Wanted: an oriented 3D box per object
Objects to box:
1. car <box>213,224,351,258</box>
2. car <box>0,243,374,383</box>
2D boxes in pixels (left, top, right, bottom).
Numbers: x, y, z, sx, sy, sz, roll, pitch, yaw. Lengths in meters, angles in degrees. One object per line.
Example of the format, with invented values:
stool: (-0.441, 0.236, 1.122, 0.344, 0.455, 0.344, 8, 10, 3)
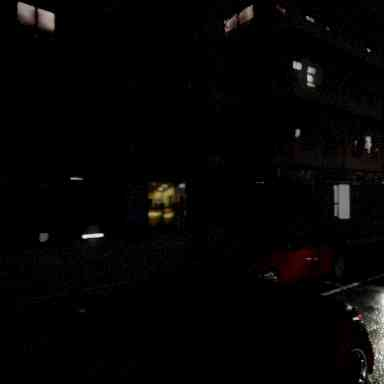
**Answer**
car: (2.293, 1.555, 8.494, 4.507, 1.381, 1.887, 0, 0, -37)
car: (0.019, 1.575, 3.399, 4.181, 1.385, 1.994, 0, 0, -36)
